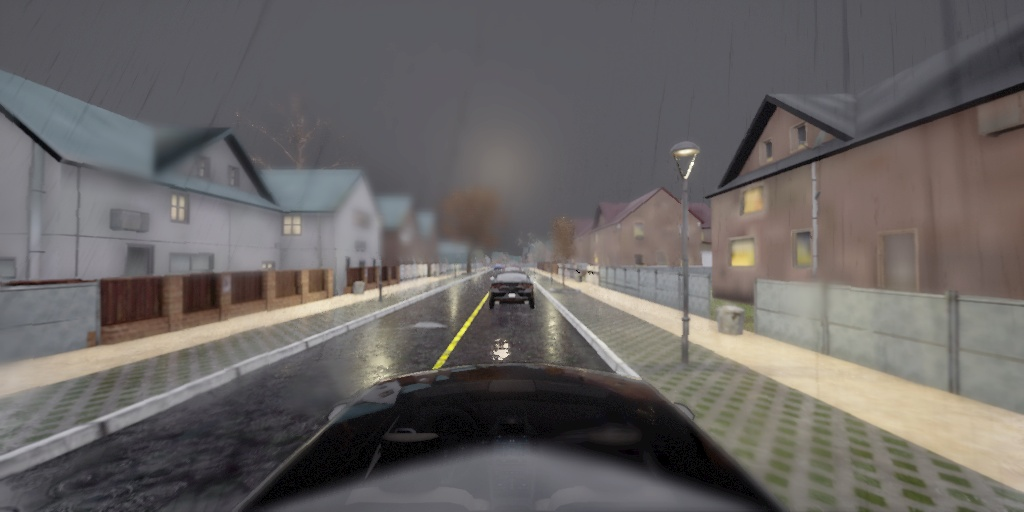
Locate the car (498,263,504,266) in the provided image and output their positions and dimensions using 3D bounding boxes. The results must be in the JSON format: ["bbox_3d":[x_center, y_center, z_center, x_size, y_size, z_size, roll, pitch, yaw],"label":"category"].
[{"bbox_3d":[0.008,1.580,31.347,1.882,1.535,5.008,0,0,0],"label":"car"}]

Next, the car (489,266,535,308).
[{"bbox_3d":[0.008,1.389,16.335,1.882,1.535,5.008,0,0,0],"label":"car"}]
